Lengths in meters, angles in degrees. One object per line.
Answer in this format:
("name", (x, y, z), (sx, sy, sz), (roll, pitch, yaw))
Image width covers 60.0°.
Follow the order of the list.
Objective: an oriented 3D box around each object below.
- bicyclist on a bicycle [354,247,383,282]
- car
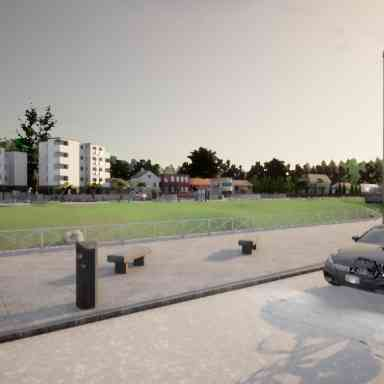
("bicyclist on a bicycle", (3.765, 1.473, 5.901), (1.656, 0.582, 1.620), (31, -23, 32))
("car", (5.209, 1.528, 8.242), (4.674, 1.442, 1.812), (-1, 0, -36))
